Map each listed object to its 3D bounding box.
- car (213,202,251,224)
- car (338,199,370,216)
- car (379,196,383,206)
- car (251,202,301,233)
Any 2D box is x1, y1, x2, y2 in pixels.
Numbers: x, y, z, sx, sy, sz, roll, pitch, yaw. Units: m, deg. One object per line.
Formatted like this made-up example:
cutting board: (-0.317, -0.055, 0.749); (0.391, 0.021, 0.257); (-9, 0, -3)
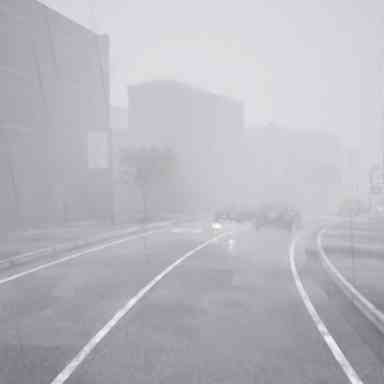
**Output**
car: (3.160, 1.462, 24.117); (1.994, 1.385, 4.181); (3, 1, 30)
car: (17.944, 1.596, 36.593); (4.553, 1.767, 2.097); (1, 3, -44)
car: (32.845, 1.372, 54.626); (5.566, 2.045, 2.150); (0, 4, -40)
car: (5.441, 1.407, 20.559); (2.097, 1.767, 4.553); (3, 1, 25)
